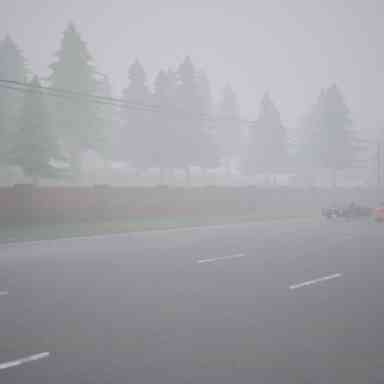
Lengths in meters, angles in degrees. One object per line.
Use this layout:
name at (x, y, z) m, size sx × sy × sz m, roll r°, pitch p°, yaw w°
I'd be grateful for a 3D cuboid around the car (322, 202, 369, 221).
car at (11.984, 1.415, 25.199) m, size 4.718 × 1.301 × 1.895 m, roll -1°, pitch 0°, yaw -36°

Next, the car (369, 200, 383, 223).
car at (14.478, 1.164, 22.679) m, size 4.553 × 1.767 × 2.097 m, roll -1°, pitch 0°, yaw -36°
